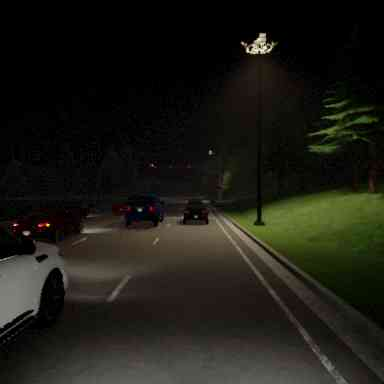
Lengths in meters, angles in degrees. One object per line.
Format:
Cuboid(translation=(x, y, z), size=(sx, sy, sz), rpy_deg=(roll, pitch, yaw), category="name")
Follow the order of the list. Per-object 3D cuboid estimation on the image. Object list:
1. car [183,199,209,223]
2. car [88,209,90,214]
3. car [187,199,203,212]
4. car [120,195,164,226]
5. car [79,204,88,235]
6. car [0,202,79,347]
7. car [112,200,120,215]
Cuboid(translation=(0.283, 1.525, 25.277), size=(1.812, 1.442, 4.674), rpy_deg=(0, 0, 1), category="car")
Cuboid(translation=(-10.182, 1.540, 27.688), size=(2.033, 1.411, 5.357), rpy_deg=(0, 0, 0), category="car")
Cuboid(translation=(0.388, 1.525, 39.427), size=(1.812, 1.442, 4.674), rpy_deg=(0, -1, 1), category="car")
Cuboid(translation=(-3.236, 1.218, 23.398), size=(2.150, 2.045, 5.566), rpy_deg=(0, 0, 0), category="car")
Cuboid(translation=(-6.786, 1.522, 15.980), size=(1.812, 1.442, 4.674), rpy_deg=(0, 0, 0), category="car")
Cuboid(translation=(-3.374, 1.221, 3.812), size=(2.150, 2.045, 5.566), rpy_deg=(0, 0, 0), category="car")
Cuboid(translation=(-6.647, 1.473, 33.586), size=(1.882, 1.535, 5.008), rpy_deg=(0, 0, 0), category="car")
